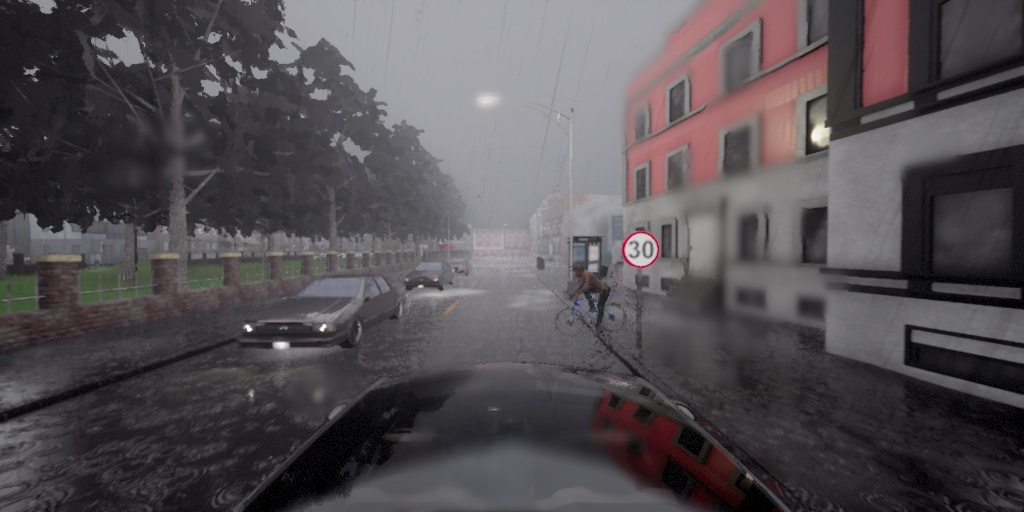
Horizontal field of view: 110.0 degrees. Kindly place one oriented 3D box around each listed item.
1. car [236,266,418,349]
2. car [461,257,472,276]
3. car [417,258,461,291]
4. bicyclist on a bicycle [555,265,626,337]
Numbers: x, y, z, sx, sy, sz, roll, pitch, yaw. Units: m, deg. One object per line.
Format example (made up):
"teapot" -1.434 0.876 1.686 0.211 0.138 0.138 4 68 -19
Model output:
"car" -4.163 1.168 9.090 2.033 1.411 5.357 0 1 -1
"car" -4.336 0.813 28.636 1.994 1.385 4.181 0 1 0
"car" -4.266 0.974 19.323 2.033 1.411 5.357 0 1 -1
"bicyclist on a bicycle" 1.760 1.007 8.214 1.656 1.620 0.582 -6 1 -1
